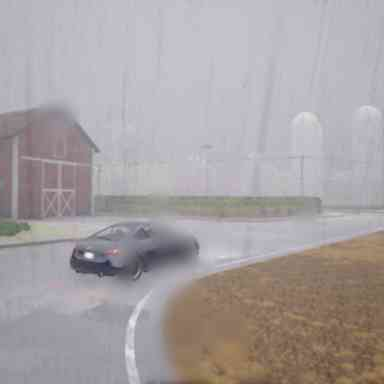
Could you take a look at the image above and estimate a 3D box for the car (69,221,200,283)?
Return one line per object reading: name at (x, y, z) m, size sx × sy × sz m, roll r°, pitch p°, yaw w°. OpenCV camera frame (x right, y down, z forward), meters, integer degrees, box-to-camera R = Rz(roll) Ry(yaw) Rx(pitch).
car at (-1.469, 1.563, 9.883) m, size 1.994 × 1.385 × 4.181 m, roll 0°, pitch -1°, yaw 32°
